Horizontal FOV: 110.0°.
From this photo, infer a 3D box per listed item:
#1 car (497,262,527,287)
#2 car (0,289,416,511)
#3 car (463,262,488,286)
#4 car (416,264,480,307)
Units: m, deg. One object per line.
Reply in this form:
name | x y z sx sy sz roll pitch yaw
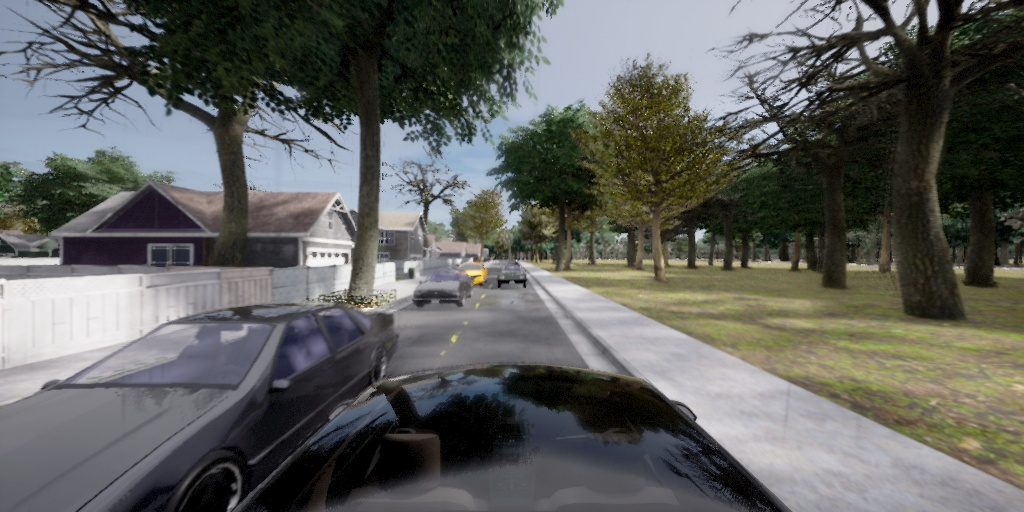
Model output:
car | 0.016 1.304 23.790 1.895 1.301 4.718 0 0 1
car | -2.848 1.288 3.983 2.033 1.411 5.357 0 0 0
car | -2.767 1.179 24.885 1.882 1.535 5.008 0 0 0
car | -2.755 1.261 15.560 2.033 1.411 5.357 0 0 0
